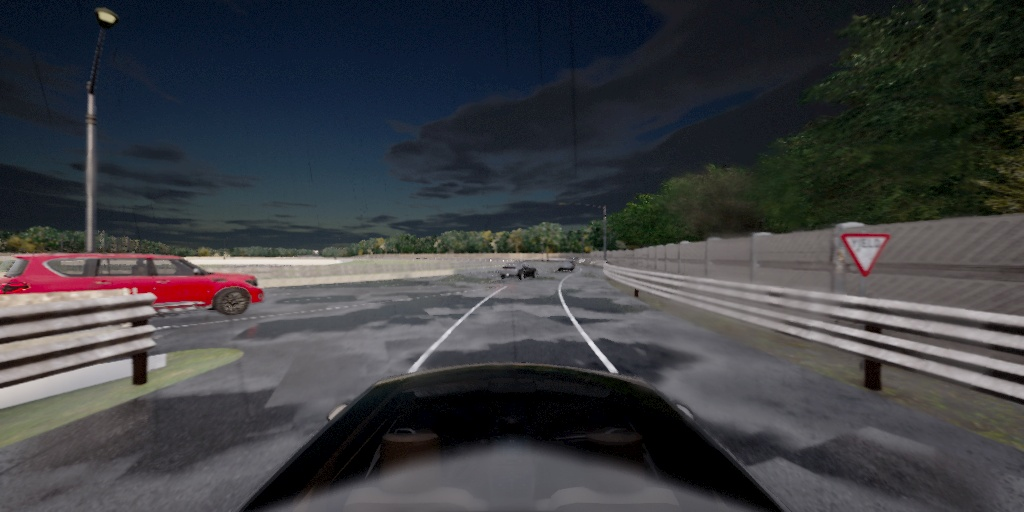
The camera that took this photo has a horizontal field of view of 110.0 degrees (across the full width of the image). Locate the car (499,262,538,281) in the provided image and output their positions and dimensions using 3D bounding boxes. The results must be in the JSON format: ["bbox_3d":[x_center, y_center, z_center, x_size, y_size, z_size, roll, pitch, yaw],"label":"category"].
[{"bbox_3d":[0.651,1.282,30.395,2.128,1.511,4.902,0,0,25],"label":"car"}]

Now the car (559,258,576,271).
[{"bbox_3d":[7.872,1.410,51.310,1.994,1.385,4.181,0,0,14],"label":"car"}]

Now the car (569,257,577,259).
[{"bbox_3d":[10.096,1.384,63.704,1.837,1.490,4.892,1,0,7],"label":"car"}]

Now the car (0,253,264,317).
[{"bbox_3d":[-10.968,0.941,10.902,2.150,2.045,5.566,0,0,37],"label":"car"}]
